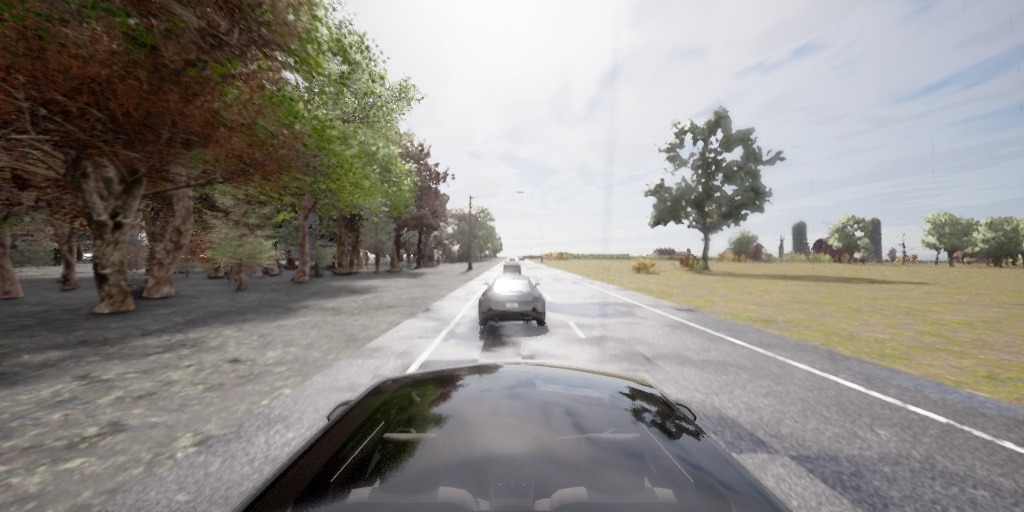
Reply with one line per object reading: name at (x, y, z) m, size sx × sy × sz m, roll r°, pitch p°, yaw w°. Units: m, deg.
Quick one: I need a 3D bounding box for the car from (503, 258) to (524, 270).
car at (0.012, 1.235, 38.453) m, size 1.882 × 1.535 × 5.008 m, roll 0°, pitch 0°, yaw 0°

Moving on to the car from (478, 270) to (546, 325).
car at (0.006, 1.314, 11.784) m, size 1.994 × 1.385 × 4.181 m, roll 0°, pitch 0°, yaw 0°
